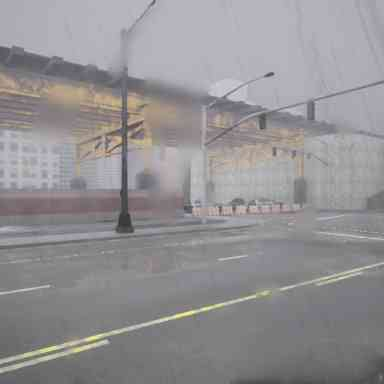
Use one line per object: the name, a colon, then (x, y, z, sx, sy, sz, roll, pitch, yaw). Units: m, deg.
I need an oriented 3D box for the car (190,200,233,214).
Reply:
car: (1.523, 1.453, 35.256, 4.974, 1.542, 2.038, 0, 0, 8)

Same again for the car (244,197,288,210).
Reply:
car: (9.179, 1.453, 41.700, 4.974, 1.542, 2.038, 0, 0, -7)

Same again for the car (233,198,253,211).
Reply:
car: (5.268, 1.453, 37.940, 2.038, 1.542, 4.974, 0, 0, 18)

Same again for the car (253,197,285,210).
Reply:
car: (9.128, 1.295, 41.693, 4.536, 1.218, 1.853, 0, 0, -7)

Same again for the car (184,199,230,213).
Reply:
car: (1.472, 1.295, 35.263, 4.536, 1.218, 1.853, 0, 0, 8)

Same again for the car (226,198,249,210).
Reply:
car: (5.284, 1.295, 37.990, 1.853, 1.218, 4.536, 0, 0, 18)
